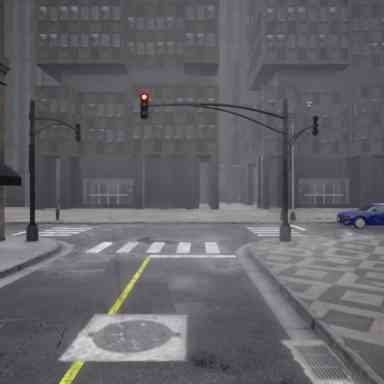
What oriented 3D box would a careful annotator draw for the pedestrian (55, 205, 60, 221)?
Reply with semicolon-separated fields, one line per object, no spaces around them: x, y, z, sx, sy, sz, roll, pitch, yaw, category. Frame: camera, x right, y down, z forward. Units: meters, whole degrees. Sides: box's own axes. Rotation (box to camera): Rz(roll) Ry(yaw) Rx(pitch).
-9.827;1.532;24.340;0.500;1.100;0.500;0;0;1;pedestrian

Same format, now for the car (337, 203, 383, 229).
11.803;1.458;21.054;5.008;1.535;1.882;0;0;1;car
